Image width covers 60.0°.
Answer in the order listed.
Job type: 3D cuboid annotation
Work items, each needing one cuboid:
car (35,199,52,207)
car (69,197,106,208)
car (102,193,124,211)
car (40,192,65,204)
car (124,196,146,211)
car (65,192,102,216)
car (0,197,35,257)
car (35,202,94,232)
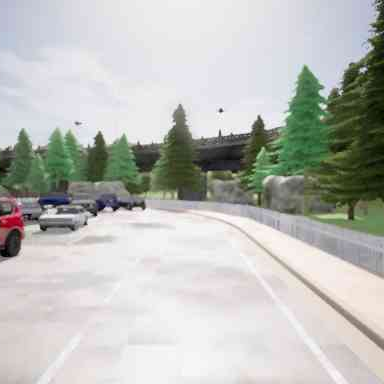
[{"bbox_3d":[-11.714,1.477,24.212,1.994,1.385,4.181,0,0,-16],"label":"car"},{"bbox_3d":[-14.645,1.381,46.515,5.357,1.411,2.033,0,0,32],"label":"car"},{"bbox_3d":[-10.240,1.087,37.534,2.150,2.045,5.566,0,0,-39],"label":"car"},{"bbox_3d":[-18.243,1.063,44.713,5.566,2.045,2.150,0,0,32],"label":"car"},{"bbox_3d":[-7.367,1.210,39.529,2.097,1.767,4.553,0,0,-39],"label":"car"},{"bbox_3d":[-9.981,1.113,30.249,2.150,2.045,5.566,0,0,-25],"label":"car"},{"bbox_3d":[-7.079,1.188,9.754,2.150,2.045,5.566,0,0,0],"label":"car"},{"bbox_3d":[-7.500,1.529,19.961,1.895,1.301,4.718,0,0,-5],"label":"car"}]
